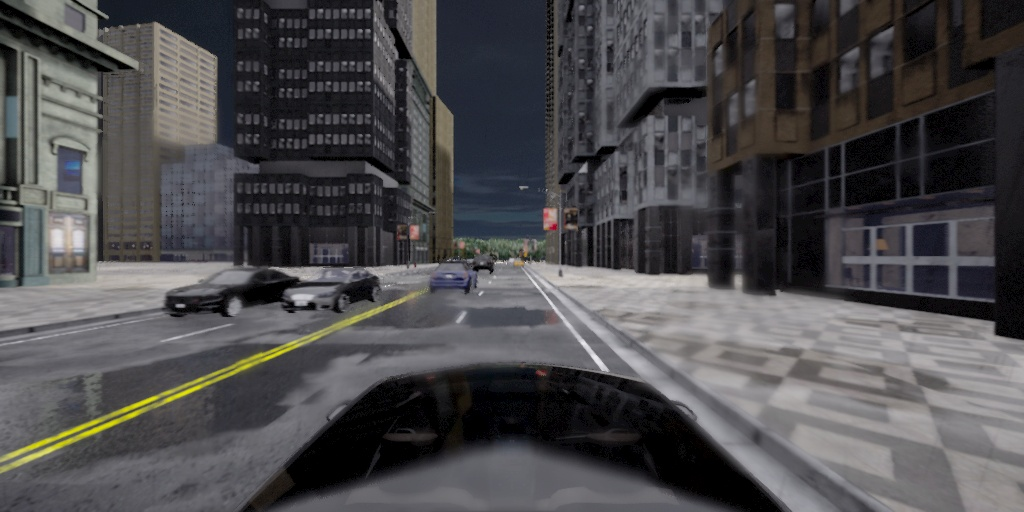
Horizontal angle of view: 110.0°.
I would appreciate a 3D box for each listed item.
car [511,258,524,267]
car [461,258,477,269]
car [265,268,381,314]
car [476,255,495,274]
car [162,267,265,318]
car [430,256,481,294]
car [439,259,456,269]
[{"bbox_3d":[1.149,1.077,62.349,1.801,1.575,5.366,0,0,0],"label":"car"},{"bbox_3d":[-6.551,1.132,54.659,1.837,1.490,4.892,0,0,0],"label":"car"},{"bbox_3d":[-6.597,1.215,13.677,2.128,1.511,4.902,0,0,0],"label":"car"},{"bbox_3d":[-3.143,0.883,40.150,2.150,2.045,5.566,0,0,0],"label":"car"},{"bbox_3d":[-9.848,1.202,13.146,1.882,1.535,5.008,0,0,0],"label":"car"},{"bbox_3d":[-3.145,1.060,20.155,2.097,1.767,4.553,0,0,0],"label":"car"},{"bbox_3d":[-9.801,1.153,54.668,1.812,1.442,4.674,0,0,0],"label":"car"}]
